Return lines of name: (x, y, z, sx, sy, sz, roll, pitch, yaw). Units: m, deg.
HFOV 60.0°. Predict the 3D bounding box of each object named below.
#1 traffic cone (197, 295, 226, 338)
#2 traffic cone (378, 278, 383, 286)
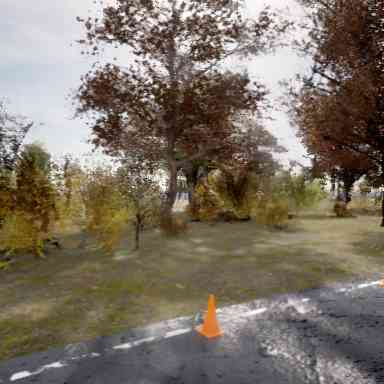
traffic cone: (0.314, 1.935, 5.300, 0.340, 0.580, 0.340, 0, 0, -33)
traffic cone: (4.710, 1.941, 7.969, 0.340, 0.580, 0.340, 0, 0, -30)
